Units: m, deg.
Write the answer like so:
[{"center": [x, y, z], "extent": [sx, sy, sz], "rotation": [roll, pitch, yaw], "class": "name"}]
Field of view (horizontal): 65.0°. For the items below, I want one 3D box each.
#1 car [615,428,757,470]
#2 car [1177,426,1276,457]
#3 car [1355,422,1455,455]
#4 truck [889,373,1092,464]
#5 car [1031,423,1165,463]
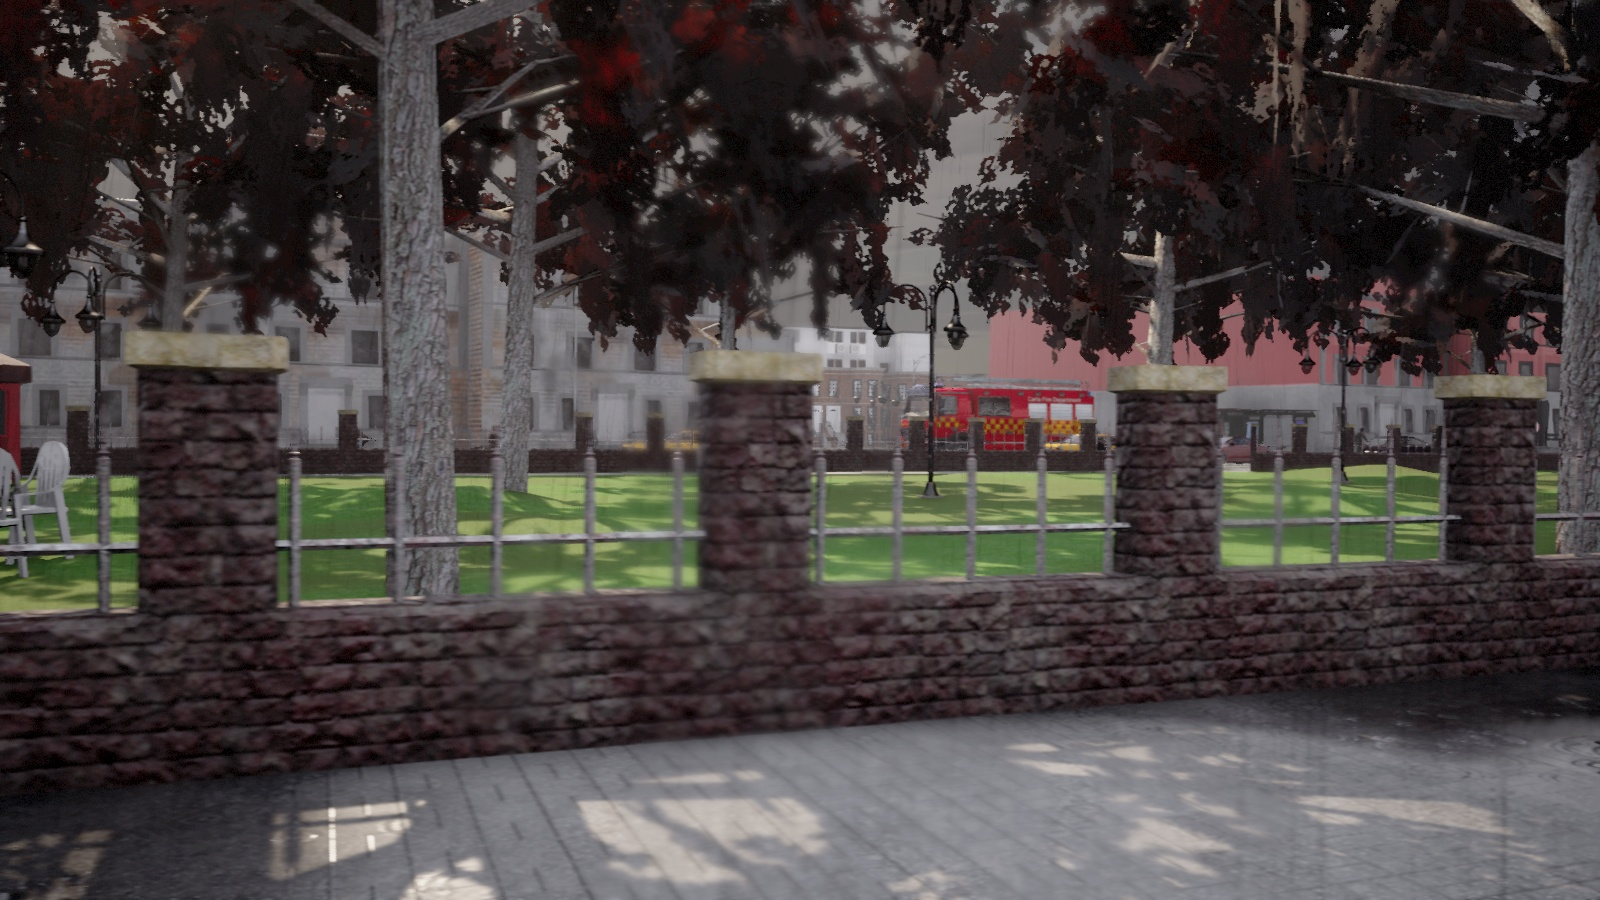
[{"center": [-4.576, -0.059, 50.453], "extent": [5.366, 1.575, 1.801], "rotation": [-1, 1, -21], "class": "car"}, {"center": [20.342, -0.403, 59.898], "extent": [4.181, 1.385, 1.994], "rotation": [-1, 1, -21], "class": "car"}, {"center": [28.247, -0.531, 58.614], "extent": [4.193, 1.474, 1.816], "rotation": [-1, 1, -21], "class": "car"}, {"center": [8.422, -1.407, 55.372], "extent": [8.468, 3.827, 2.891], "rotation": [-1, 1, -21], "class": "truck"}, {"center": [12.523, -0.309, 52.661], "extent": [5.366, 1.575, 1.801], "rotation": [-1, 1, -21], "class": "car"}]
